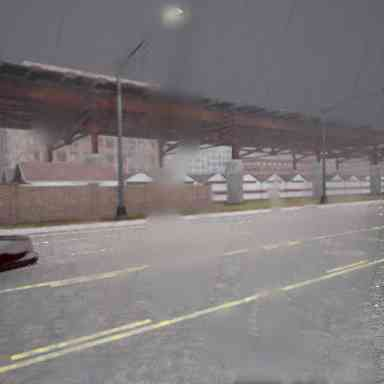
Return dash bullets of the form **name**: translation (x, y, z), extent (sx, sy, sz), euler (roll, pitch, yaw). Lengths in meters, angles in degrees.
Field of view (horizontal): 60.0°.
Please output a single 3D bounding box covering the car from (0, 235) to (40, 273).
- **car**: translation (-6.609, 1.559, 7.865), extent (5.357, 1.411, 2.033), euler (-1, 1, -35)
